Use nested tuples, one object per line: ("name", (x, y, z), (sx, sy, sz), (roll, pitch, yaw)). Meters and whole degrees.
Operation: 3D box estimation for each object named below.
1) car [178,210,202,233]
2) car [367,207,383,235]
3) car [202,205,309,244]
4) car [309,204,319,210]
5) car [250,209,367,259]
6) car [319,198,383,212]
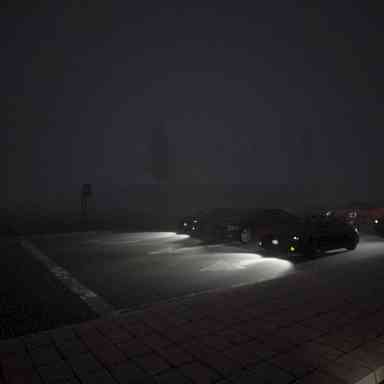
("car", (1.266, 1.564, 18.989), (4.181, 1.385, 1.994), (0, 0, -35))
("car", (11.673, 1.601, 17.768), (4.718, 1.301, 1.895), (0, 0, -35))
("car", (3.147, 1.478, 16.034), (5.008, 1.535, 1.882), (0, 0, -35))
("car", (9.198, 1.564, 24.567), (4.181, 1.385, 1.994), (0, 0, -36))
("car", (4.520, 1.564, 12.721), (4.181, 1.385, 1.994), (0, 0, -35))
("car", (10.533, 1.352, 21.241), (4.553, 1.767, 2.097), (0, 0, -35))
